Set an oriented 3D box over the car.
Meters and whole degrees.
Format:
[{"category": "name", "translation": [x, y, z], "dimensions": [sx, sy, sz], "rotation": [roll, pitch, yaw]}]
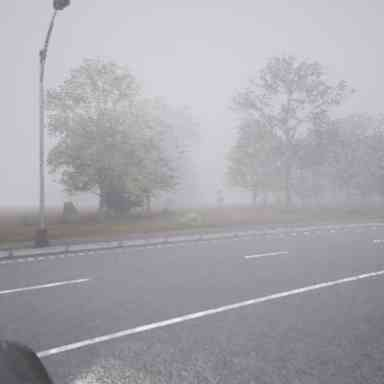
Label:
[{"category": "car", "translation": [-2.791, 1.552, 1.607], "dimensions": [4.181, 1.385, 1.994], "rotation": [0, 0, -36]}]
